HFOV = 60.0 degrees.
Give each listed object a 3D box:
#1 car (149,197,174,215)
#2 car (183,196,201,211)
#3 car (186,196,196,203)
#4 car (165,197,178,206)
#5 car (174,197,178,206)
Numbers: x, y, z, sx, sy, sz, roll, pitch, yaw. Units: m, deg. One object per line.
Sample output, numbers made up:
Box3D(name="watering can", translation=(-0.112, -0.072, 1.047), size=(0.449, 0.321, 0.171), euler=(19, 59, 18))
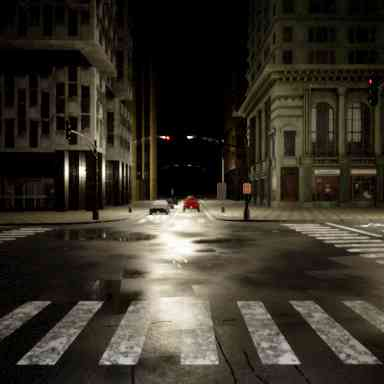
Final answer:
Box3D(name="car", translation=(-3.209, 1.526, 33.992), size=(2.033, 1.411, 5.357), euler=(0, 0, 0))
Box3D(name="car", translation=(-0.088, 1.497, 39.314), size=(1.812, 1.442, 4.674), euler=(0, 0, 0))
Box3D(name="car", translation=(-0.292, 1.476, 68.546), size=(1.994, 1.385, 4.181), euler=(0, 0, -1))
Box3D(name="car", translation=(-3.290, 1.509, 54.116), size=(1.994, 1.385, 4.181), euler=(0, 0, 0))
Box3D(name="car", translation=(-3.281, 1.511, 44.058), size=(2.033, 1.411, 5.357), euler=(0, 0, -1))
